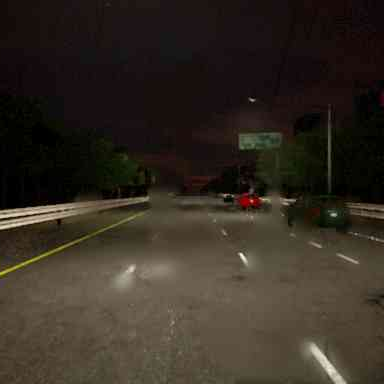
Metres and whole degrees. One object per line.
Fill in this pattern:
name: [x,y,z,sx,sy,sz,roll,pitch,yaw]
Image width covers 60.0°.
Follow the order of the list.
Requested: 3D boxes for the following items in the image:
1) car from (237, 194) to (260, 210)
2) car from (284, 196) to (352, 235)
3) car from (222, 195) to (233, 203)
car: [7.080,1.203,41.926,2.150,2.045,5.566,0,0,0]
car: [7.013,1.221,19.092,2.150,2.045,5.566,0,0,0]
car: [7.178,1.463,66.532,1.837,1.490,4.892,0,0,0]
